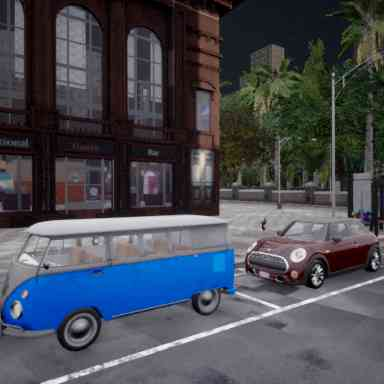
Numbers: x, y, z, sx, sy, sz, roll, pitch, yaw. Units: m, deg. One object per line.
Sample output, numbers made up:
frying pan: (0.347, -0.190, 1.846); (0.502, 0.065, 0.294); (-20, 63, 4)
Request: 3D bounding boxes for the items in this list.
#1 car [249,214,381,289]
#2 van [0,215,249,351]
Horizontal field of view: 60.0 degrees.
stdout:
car: (3.333, 1.439, 9.073); (4.097, 1.590, 1.967); (0, 0, -36)
van: (-1.068, 1.341, 5.899); (3.998, 1.788, 1.690); (0, 0, -36)
